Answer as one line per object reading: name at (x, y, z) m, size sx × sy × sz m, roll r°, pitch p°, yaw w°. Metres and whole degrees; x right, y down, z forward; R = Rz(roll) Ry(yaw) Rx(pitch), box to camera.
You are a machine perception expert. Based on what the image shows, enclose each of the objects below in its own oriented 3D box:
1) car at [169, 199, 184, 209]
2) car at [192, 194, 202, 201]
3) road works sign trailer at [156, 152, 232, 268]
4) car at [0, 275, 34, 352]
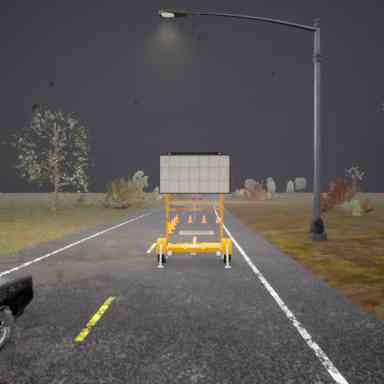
car at (-2.263, 1.592, 45.424) m, size 1.895 × 1.301 × 4.718 m, roll 0°, pitch 0°, yaw 3°
car at (1.314, 1.198, 88.506) m, size 2.150 × 2.045 × 5.566 m, roll 0°, pitch 0°, yaw 6°
road works sign trailer at (0.088, 0.463, 11.274) m, size 2.380 × 3.560 × 2.880 m, roll 0°, pitch 0°, yaw 1°
car at (-3.570, 1.600, 3.316) m, size 1.895 × 1.301 × 4.718 m, roll 0°, pitch 0°, yaw 0°
